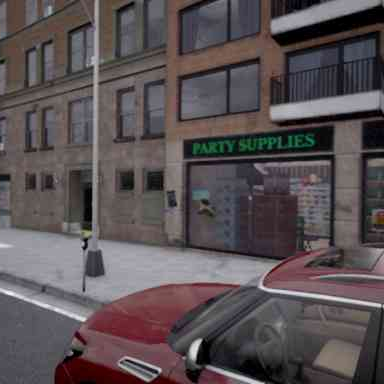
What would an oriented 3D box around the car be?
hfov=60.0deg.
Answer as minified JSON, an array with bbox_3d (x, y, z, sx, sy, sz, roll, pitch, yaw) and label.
[{"bbox_3d":[1.223,1.315,2.194,5.009,1.841,2.192,0,1,35],"label":"car"}]
